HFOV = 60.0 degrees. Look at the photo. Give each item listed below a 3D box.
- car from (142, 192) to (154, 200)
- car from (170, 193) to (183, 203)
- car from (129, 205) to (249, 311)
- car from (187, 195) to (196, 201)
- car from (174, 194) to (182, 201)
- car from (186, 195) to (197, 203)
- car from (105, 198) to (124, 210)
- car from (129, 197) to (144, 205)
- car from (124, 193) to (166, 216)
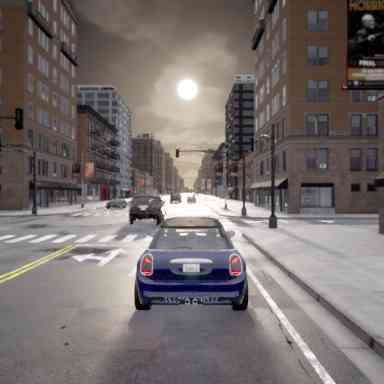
[{"bbox_3d":[-9.874,0.948,74.760,2.097,1.767,4.553,0,0,0],"label":"car"},{"bbox_3d":[-3.365,1.202,69.352,2.150,2.045,5.566,0,0,0],"label":"car"},{"bbox_3d":[-0.005,1.351,7.944,2.097,1.767,4.553,0,0,0],"label":"car"},{"bbox_3d":[-0.133,1.442,79.777,1.895,1.301,4.718,0,0,0],"label":"car"},{"bbox_3d":[-3.383,1.347,79.741,1.837,1.490,4.892,0,0,0],"label":"car"},{"bbox_3d":[-0.115,1.472,69.327,2.128,1.511,4.902,0,0,0],"label":"car"},{"bbox_3d":[-9.921,1.539,43.894,2.033,1.411,5.357,0,0,0],"label":"car"},{"bbox_3d":[-9.922,1.586,59.327,1.895,1.301,4.718,0,0,0],"label":"car"},{"bbox_3d":[-3.195,1.220,24.543,2.150,2.045,5.566,0,0,0],"label":"car"}]
